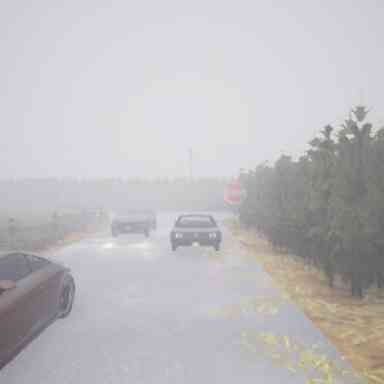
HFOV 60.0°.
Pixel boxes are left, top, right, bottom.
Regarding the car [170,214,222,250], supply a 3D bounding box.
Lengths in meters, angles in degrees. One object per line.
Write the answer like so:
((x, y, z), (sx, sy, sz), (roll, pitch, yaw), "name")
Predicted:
((0.145, 1.582, 14.092), (1.895, 1.301, 4.718), (0, 0, 0), "car")

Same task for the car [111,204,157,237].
((-3.029, 1.451, 18.245), (1.882, 1.535, 5.008), (0, 0, 0), "car")

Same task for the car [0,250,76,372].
((-3.178, 1.556, 4.566), (1.994, 1.385, 4.181), (0, 0, 0), "car")
